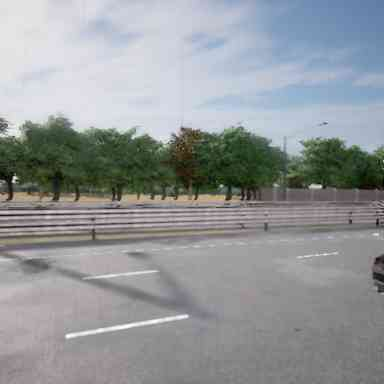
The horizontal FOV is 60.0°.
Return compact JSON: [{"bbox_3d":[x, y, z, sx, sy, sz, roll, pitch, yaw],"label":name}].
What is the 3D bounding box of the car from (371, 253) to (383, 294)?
[{"bbox_3d":[6.031,1.602,7.151,4.892,1.490,1.837,1,0,-26],"label":"car"}]
